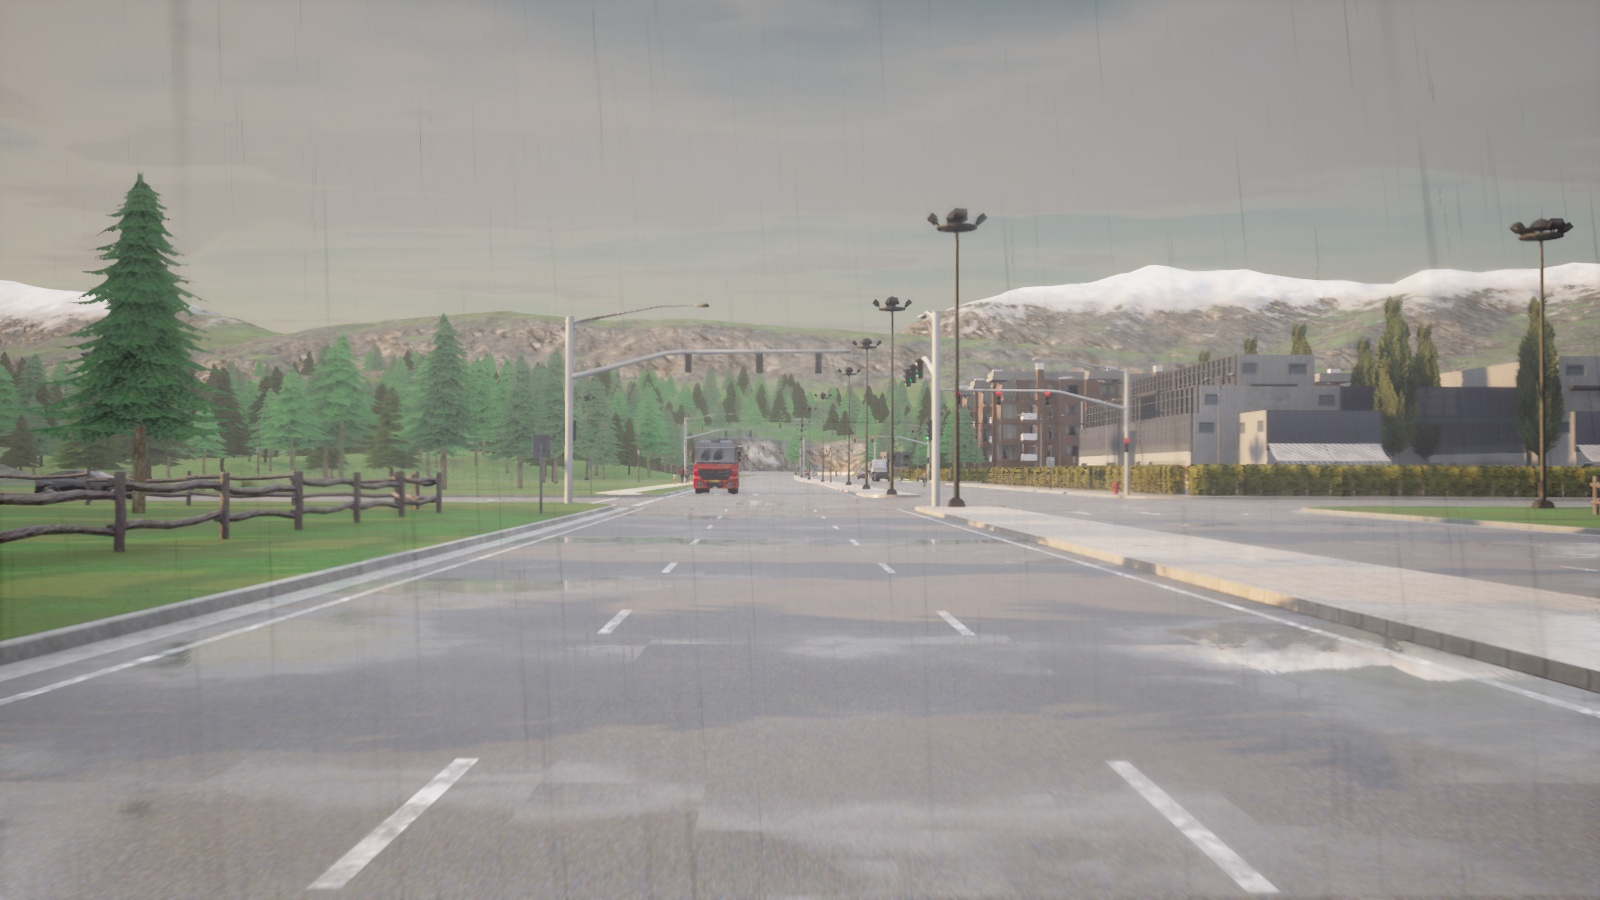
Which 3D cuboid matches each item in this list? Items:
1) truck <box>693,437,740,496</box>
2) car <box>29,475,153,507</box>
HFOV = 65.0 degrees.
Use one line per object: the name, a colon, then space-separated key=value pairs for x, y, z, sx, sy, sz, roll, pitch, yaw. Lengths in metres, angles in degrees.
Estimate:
truck: x=-5.644 y=1.109 z=85.824 sx=2.891 sy=3.827 sz=8.468 roll=0 pitch=-1 yaw=-2
car: x=-34.384 y=1.974 z=61.006 sx=4.792 sy=1.488 sz=2.163 roll=0 pitch=-1 yaw=-1
